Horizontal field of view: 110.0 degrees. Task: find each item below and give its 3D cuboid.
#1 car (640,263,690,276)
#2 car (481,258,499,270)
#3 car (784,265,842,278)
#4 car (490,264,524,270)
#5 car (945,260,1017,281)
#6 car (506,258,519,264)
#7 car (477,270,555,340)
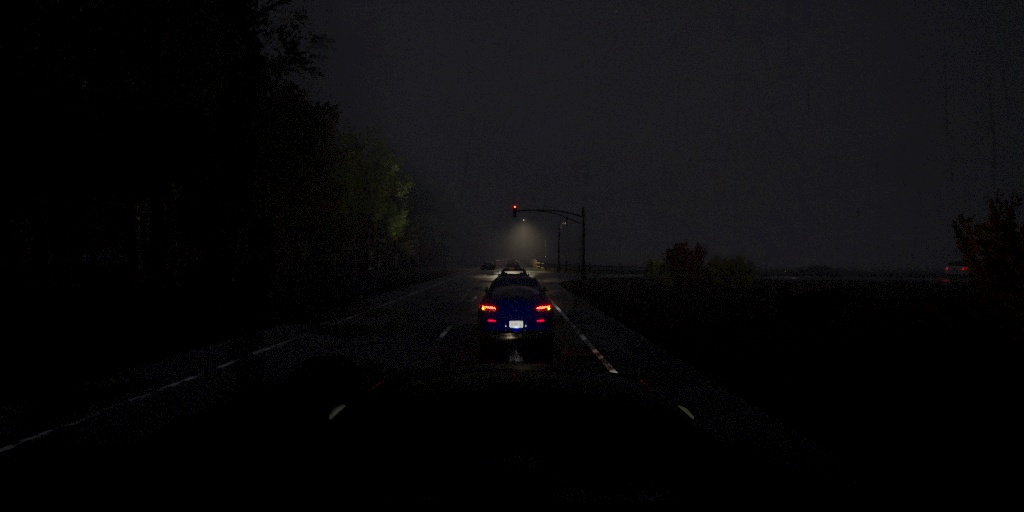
[{"bbox_3d":[17.561,1.546,40.923,5.357,1.411,2.033,1,-1,1],"label":"car"},{"bbox_3d":[-3.423,1.320,52.883,1.994,1.385,4.181,0,0,0],"label":"car"},{"bbox_3d":[34.224,1.728,40.831,5.357,1.411,2.033,1,-1,0],"label":"car"},{"bbox_3d":[0.091,1.318,18.628,1.994,1.385,4.181,0,0,0],"label":"car"},{"bbox_3d":[48.533,1.498,37.180,5.566,2.045,2.150,1,-1,0],"label":"car"},{"bbox_3d":[0.123,1.260,55.766,1.837,1.490,4.892,-1,0,-2],"label":"car"},{"bbox_3d":[0.097,1.278,9.873,1.812,1.442,4.674,0,0,0],"label":"car"}]
